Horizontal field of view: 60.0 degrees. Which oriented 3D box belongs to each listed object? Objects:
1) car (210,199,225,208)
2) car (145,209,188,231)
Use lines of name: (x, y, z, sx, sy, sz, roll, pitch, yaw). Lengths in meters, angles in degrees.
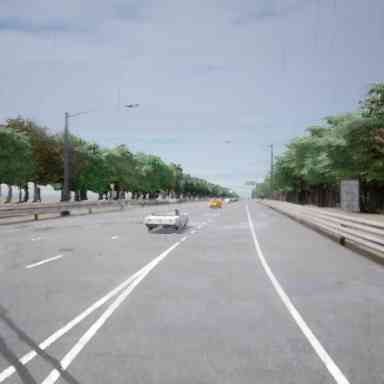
car: (4.166, 1.912, 57.660, 1.882, 1.535, 5.008, 0, -1, 9)
car: (-1.462, 1.700, 21.217, 1.895, 1.301, 4.718, 0, 0, 9)
